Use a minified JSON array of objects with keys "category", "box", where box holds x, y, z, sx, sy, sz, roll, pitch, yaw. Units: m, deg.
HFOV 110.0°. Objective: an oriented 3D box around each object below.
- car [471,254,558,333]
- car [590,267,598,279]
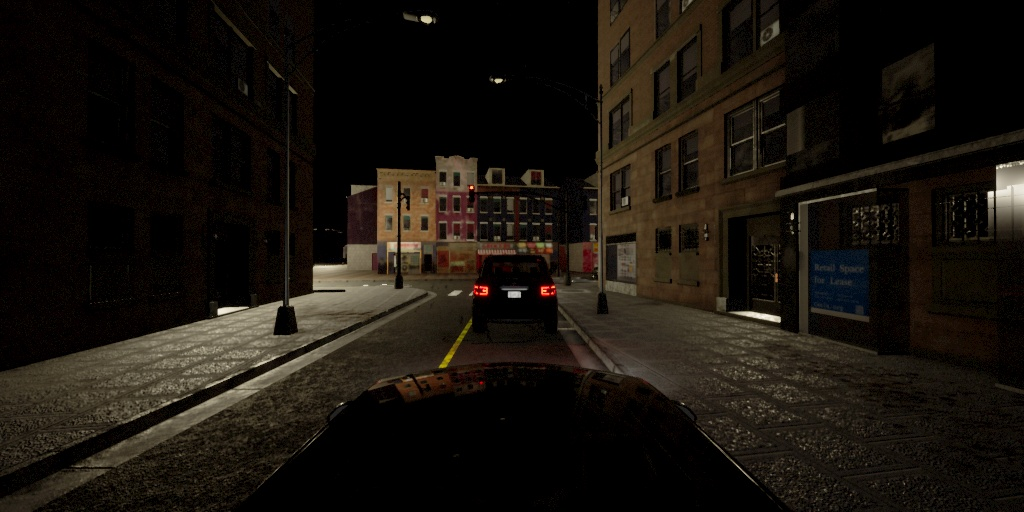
[{"category":"car","box":[0.097,0.972,10.864,2.150,2.045,5.566,0,0,1]},{"category":"car","box":[8.889,1.089,29.869,4.553,1.767,2.097,0,0,-10]}]
